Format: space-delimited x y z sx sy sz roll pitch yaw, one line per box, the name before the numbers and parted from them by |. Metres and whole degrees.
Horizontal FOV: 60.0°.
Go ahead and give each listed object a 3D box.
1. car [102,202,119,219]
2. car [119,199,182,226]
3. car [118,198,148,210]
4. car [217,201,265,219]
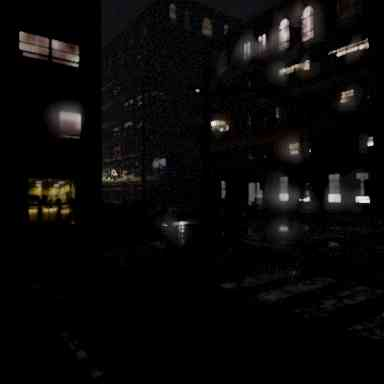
car | -7.322 1.500 27.995 1.947 1.339 4.313 -1 0 -36
car | -2.814 1.325 21.751 1.967 1.590 4.097 -1 0 -36
car | -7.491 1.515 41.826 1.947 1.339 4.313 -1 0 -36
car | 3.773 1.378 26.535 2.008 1.369 4.403 -1 0 -36
